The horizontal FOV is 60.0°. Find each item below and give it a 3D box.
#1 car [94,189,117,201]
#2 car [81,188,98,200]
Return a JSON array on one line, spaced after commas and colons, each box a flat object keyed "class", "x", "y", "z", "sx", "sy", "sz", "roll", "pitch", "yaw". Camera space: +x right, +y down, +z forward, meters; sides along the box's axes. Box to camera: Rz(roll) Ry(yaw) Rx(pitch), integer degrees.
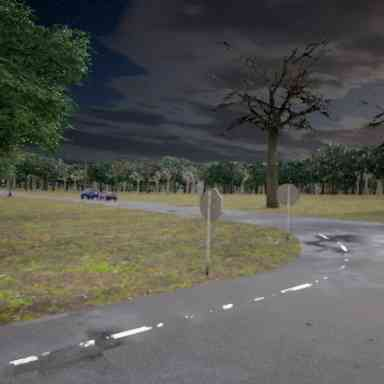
[{"class": "car", "x": -13.608, "y": 0.669, "z": 53.606, "sx": 1.837, "sy": 1.490, "sz": 4.892, "roll": 2, "pitch": -1, "yaw": -35}, {"class": "car", "x": -18.317, "y": 0.353, "z": 60.079, "sx": 2.150, "sy": 2.045, "sz": 5.566, "roll": 2, "pitch": -1, "yaw": -36}]
